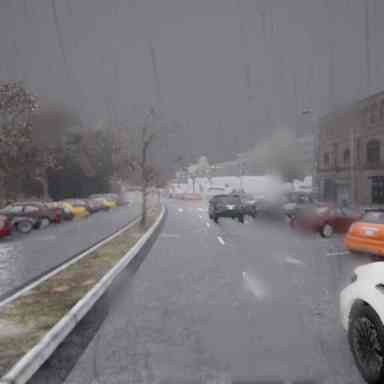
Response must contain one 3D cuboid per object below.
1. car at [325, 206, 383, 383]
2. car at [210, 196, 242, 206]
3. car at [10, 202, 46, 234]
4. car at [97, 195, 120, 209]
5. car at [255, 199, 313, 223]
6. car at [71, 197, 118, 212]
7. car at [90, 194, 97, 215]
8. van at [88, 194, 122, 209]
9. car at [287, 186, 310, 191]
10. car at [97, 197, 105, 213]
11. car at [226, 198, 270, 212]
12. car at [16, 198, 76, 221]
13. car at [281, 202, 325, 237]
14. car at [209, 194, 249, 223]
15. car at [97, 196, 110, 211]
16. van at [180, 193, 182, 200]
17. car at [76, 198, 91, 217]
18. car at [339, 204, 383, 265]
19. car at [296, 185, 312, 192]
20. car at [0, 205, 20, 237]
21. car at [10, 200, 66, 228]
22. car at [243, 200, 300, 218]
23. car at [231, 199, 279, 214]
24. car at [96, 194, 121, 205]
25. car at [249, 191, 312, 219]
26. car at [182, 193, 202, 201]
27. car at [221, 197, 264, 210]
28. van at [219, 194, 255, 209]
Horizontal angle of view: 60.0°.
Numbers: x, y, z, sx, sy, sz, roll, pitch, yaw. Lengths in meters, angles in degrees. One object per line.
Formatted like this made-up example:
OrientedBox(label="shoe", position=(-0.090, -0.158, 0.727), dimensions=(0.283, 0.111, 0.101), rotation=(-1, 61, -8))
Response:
OrientedBox(label="car", position=(3.088, 1.220, 2.128), dimensions=(2.150, 2.045, 5.566), rotation=(0, 0, 0))
OrientedBox(label="car", position=(5.475, 1.484, 53.634), dimensions=(4.792, 1.488, 2.163), rotation=(1, 0, -26))
OrientedBox(label="car", position=(-10.687, 1.536, 17.942), dimensions=(4.792, 1.488, 2.163), rotation=(-1, 0, -22))
OrientedBox(label="car", position=(-11.630, 1.502, 38.705), dimensions=(5.366, 1.575, 1.946), rotation=(-1, 0, -24))
OrientedBox(label="car", position=(7.364, 1.467, 23.526), dimensions=(5.008, 1.535, 2.097), rotation=(1, 0, -23))
OrientedBox(label="car", position=(-12.189, 1.508, 41.501), dimensions=(5.366, 1.575, 1.946), rotation=(-1, 0, -24))
OrientedBox(label="car", position=(-11.199, 1.381, 29.769), dimensions=(4.553, 1.767, 2.185), rotation=(-1, 0, -23))
OrientedBox(label="van", position=(-12.420, 1.281, 47.530), dimensions=(4.442, 1.987, 1.878), rotation=(-1, 0, -25))
OrientedBox(label="car", position=(20.150, 0.163, 65.774), dimensions=(2.002, 1.452, 4.674), rotation=(-7, 4, -30))
OrientedBox(label="car", position=(-11.394, 1.547, 32.716), dimensions=(4.674, 1.452, 2.002), rotation=(-1, 0, -23))
OrientedBox(label="car", position=(6.543, 1.497, 38.613), dimensions=(4.674, 1.452, 2.002), rotation=(1, 0, -24))
OrientedBox(label="car", position=(-10.968, 1.382, 23.836), dimensions=(4.553, 1.767, 2.185), rotation=(-1, 0, -22))
OrientedBox(label="car", position=(7.549, 1.470, 17.491), dimensions=(5.008, 1.535, 2.097), rotation=(1, 0, -22))
OrientedBox(label="car", position=(2.569, 1.210, 25.765), dimensions=(2.150, 2.045, 5.566), rotation=(0, 0, -2))
OrientedBox(label="car", position=(-11.586, 1.548, 35.670), dimensions=(4.674, 1.452, 2.002), rotation=(-1, 0, -24))
OrientedBox(label="van", position=(-0.152, 1.408, 94.086), dimensions=(4.442, 1.987, 1.878), rotation=(0, 0, -30))
OrientedBox(label="car", position=(-11.242, 1.507, 26.728), dimensions=(5.366, 1.575, 1.946), rotation=(-1, 0, -23))
OrientedBox(label="car", position=(7.656, 1.349, 11.444), dimensions=(4.553, 1.767, 2.185), rotation=(1, 0, -21))
OrientedBox(label="car", position=(23.098, -0.418, 66.282), dimensions=(2.435, 2.045, 5.566), rotation=(-7, 4, -30))
OrientedBox(label="car", position=(-10.661, 1.537, 14.947), dimensions=(4.792, 1.488, 2.163), rotation=(-1, 0, -21))
OrientedBox(label="car", position=(-10.809, 1.506, 20.884), dimensions=(5.008, 1.535, 2.097), rotation=(-1, 0, -22))
OrientedBox(label="car", position=(7.084, 1.503, 29.567), dimensions=(4.674, 1.452, 2.002), rotation=(1, 0, -23))
OrientedBox(label="car", position=(6.748, 1.499, 35.595), dimensions=(4.674, 1.452, 2.002), rotation=(1, 0, -24))
OrientedBox(label="car", position=(-12.232, 1.382, 44.542), dimensions=(4.553, 1.767, 2.185), rotation=(-1, 0, -25))
OrientedBox(label="car", position=(7.211, 1.213, 26.530), dimensions=(5.566, 2.045, 2.435), rotation=(1, 0, -23))
OrientedBox(label="car", position=(0.439, 1.514, 91.167), dimensions=(4.553, 1.767, 2.185), rotation=(0, 0, -30))
OrientedBox(label="car", position=(6.340, 1.457, 41.625), dimensions=(4.892, 1.521, 2.231), rotation=(1, 0, -25))
OrientedBox(label="van", position=(5.998, 1.227, 44.585), dimensions=(4.442, 1.987, 1.878), rotation=(1, 0, -25))
